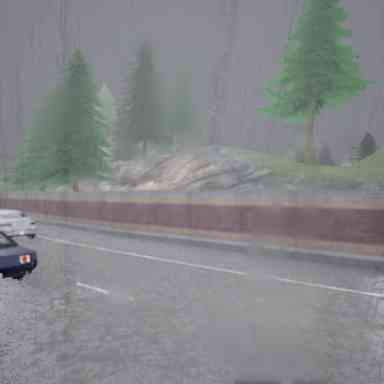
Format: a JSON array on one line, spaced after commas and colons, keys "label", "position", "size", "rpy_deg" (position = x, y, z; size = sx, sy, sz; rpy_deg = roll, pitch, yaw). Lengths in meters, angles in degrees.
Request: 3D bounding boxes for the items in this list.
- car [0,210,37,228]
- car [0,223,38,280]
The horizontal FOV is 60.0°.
[{"label": "car", "position": [-9.333, 1.608, 16.530], "size": [4.674, 1.442, 1.812], "rpy_deg": [0, 0, 43]}, {"label": "car", "position": [-6.126, 1.646, 8.960], "size": [4.718, 1.301, 1.895], "rpy_deg": [0, 0, 40]}]
